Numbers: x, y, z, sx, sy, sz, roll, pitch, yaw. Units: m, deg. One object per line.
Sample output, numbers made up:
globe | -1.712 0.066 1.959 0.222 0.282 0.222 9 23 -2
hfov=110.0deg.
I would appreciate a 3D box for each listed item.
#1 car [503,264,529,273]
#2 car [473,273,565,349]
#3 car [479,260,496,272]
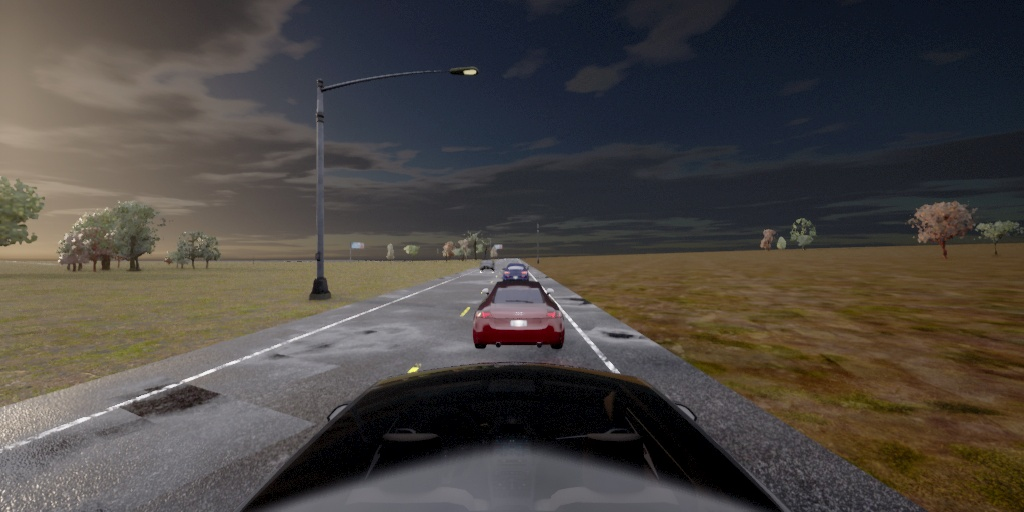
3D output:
car | 0.292 1.278 26.460 1.812 1.442 4.674 0 0 1
car | 0.155 1.315 9.169 1.994 1.385 4.181 0 0 1
car | -3.235 1.255 47.410 1.837 1.490 4.892 0 0 1
